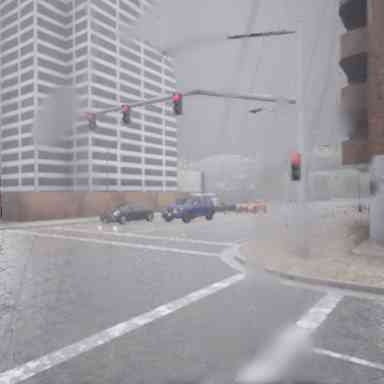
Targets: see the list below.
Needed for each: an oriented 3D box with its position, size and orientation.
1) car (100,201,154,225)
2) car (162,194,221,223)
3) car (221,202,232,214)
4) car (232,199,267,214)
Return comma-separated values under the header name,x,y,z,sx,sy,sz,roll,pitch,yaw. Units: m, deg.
name,x,y,z,sx,sy,sz,roll,pitch,yaw
car,-5.193,1.587,26.780,2.097,1.767,4.553,-1,0,35
car,-0.157,1.413,27.856,2.150,2.045,5.566,-1,0,35
car,3.762,1.832,39.390,1.895,1.301,4.718,-1,-1,36
car,6.781,1.541,37.597,2.097,1.767,4.553,-1,-1,36
